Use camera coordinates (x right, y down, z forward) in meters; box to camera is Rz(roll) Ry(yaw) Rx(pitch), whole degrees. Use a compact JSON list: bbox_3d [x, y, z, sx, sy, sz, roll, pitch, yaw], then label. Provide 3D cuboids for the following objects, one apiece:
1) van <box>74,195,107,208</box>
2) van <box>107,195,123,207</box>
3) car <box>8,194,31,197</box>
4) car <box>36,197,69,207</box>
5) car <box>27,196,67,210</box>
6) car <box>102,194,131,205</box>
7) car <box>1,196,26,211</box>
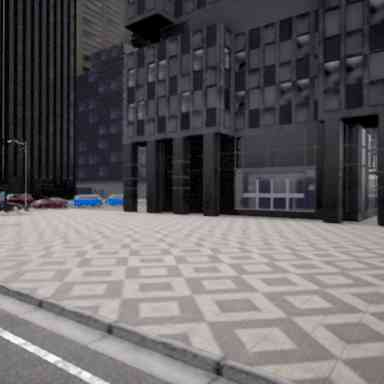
[{"bbox_3d":[-13.898,1.259,44.722,1.690,1.788,3.998,0,0,36],"label":"van"},{"bbox_3d":[-10.570,1.261,49.321,1.690,1.788,3.998,0,0,36],"label":"van"},{"bbox_3d":[-24.134,1.184,45.118,2.192,1.841,5.009,0,0,36],"label":"car"},{"bbox_3d":[-20.806,1.453,49.719,1.802,1.307,4.206,0,0,36],"label":"car"},{"bbox_3d":[-17.228,1.498,40.123,1.802,1.307,4.206,0,0,36],"label":"car"},{"bbox_3d":[-12.750,1.244,56.256,2.097,1.767,4.553,0,0,36],"label":"car"},{"bbox_3d":[-20.556,1.466,35.523,2.008,1.369,4.403,0,0,36],"label":"car"}]
